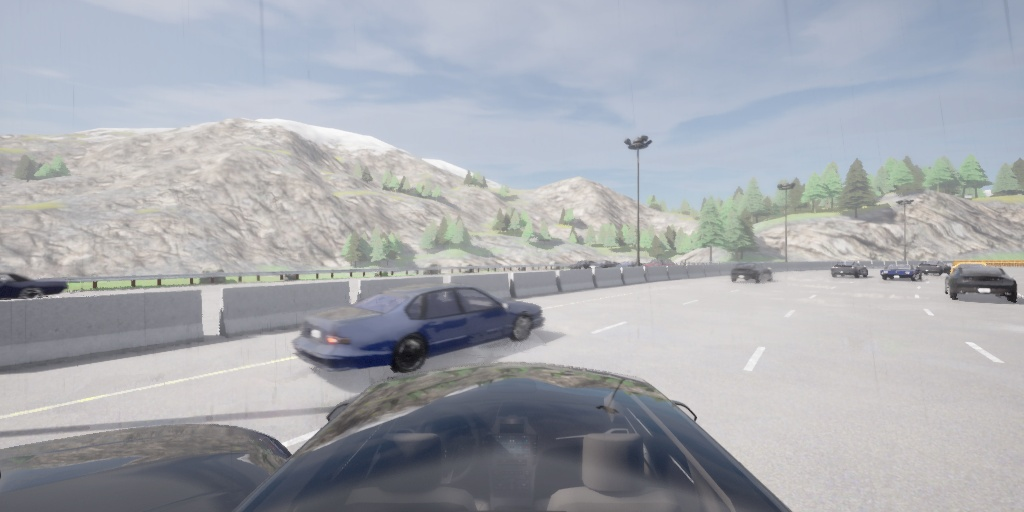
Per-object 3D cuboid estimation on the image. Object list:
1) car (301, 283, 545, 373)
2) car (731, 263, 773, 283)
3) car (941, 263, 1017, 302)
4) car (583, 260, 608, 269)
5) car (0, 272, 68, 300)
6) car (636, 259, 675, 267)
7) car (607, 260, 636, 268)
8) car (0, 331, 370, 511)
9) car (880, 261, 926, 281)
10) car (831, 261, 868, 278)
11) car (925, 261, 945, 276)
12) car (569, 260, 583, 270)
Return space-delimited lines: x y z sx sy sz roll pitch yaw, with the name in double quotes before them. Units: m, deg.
"car" -1.504 1.297 7.641 2.033 1.411 5.357 0 0 41
"car" 18.740 1.255 27.956 4.892 1.490 1.837 0 0 -40
"car" 22.197 1.253 17.104 4.892 1.490 1.837 1 -1 -42
"car" 11.645 1.244 45.017 4.902 1.511 2.128 0 0 -38
"car" -22.427 1.351 15.062 1.895 1.301 4.718 0 0 37
"car" 16.254 1.109 39.738 4.553 1.767 2.097 0 0 -38
"car" 14.068 1.304 42.472 5.357 1.411 2.033 0 0 -38
"car" -2.981 1.255 0.495 4.892 1.490 1.837 0 0 -45
"car" 32.306 1.351 29.698 4.718 1.301 1.895 0 0 -35
"car" 31.372 1.241 33.307 4.902 1.511 2.128 0 0 -35
"car" 43.310 1.241 36.831 4.902 1.511 2.128 0 0 -31
"car" 9.723 1.284 47.960 4.892 1.490 1.837 0 0 -38
